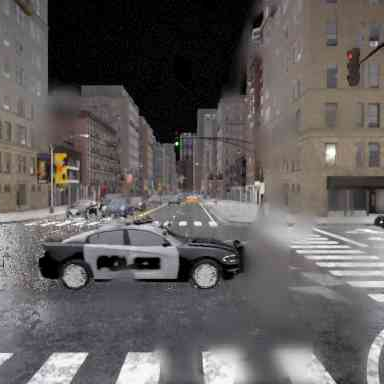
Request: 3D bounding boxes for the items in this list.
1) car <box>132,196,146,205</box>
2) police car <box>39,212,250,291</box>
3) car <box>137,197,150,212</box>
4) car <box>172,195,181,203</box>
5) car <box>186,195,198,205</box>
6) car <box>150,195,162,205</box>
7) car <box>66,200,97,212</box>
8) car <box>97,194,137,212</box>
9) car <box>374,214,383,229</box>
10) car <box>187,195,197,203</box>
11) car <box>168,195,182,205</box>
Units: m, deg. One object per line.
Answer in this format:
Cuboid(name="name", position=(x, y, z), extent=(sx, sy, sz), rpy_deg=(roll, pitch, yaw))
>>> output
Cuboid(name="car", position=(-9.772, 1.568, 61.591), extent=(1.812, 1.442, 4.674), rpy_deg=(0, 0, 0))
Cuboid(name="police car", position=(-1.178, 1.474, 8.656), extent=(5.238, 1.638, 1.930), rpy_deg=(0, 1, 0))
Cuboid(name="car", position=(-6.577, 1.357, 39.034), extent=(2.097, 1.767, 4.553), rpy_deg=(0, 0, 0))
Cuboid(name="car", position=(-3.227, 1.458, 70.790), extent=(1.812, 1.442, 4.674), rpy_deg=(0, 0, 0))
Cuboid(name="car", position=(0.020, 1.517, 60.370), extent=(1.882, 1.535, 5.008), rpy_deg=(0, 0, 0))
Cuboid(name="car", position=(-6.539, 1.388, 59.408), extent=(2.097, 1.767, 4.553), rpy_deg=(0, 0, 0))
Cuboid(name="car", position=(-9.834, 1.489, 30.183), extent=(2.128, 1.511, 4.902), rpy_deg=(0, 0, 0))
Cuboid(name="car", position=(-6.583, 1.349, 29.848), extent=(2.097, 1.767, 4.553), rpy_deg=(0, 0, 0))
Cuboid(name="car", position=(12.556, 1.498, 18.554), extent=(4.181, 1.385, 1.994), rpy_deg=(0, 1, 0))
Cuboid(name="car", position=(0.023, 1.459, 70.789), extent=(2.128, 1.511, 4.902), rpy_deg=(0, 0, 0))
Cuboid(name="car", position=(-3.229, 1.604, 60.754), extent=(1.994, 1.385, 4.181), rpy_deg=(0, 0, 0))
